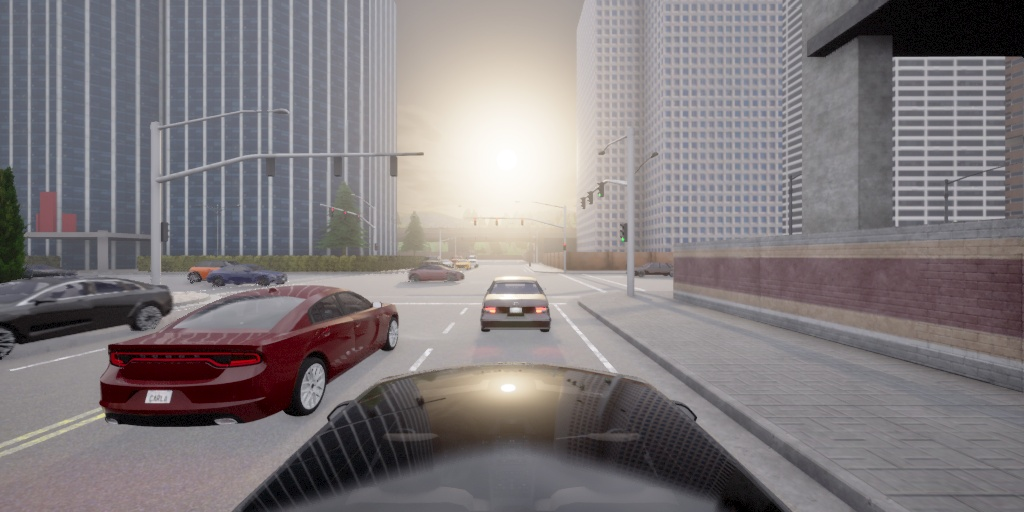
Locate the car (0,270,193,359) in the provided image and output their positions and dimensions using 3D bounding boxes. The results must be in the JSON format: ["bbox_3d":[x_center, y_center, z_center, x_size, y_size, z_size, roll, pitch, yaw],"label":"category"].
[{"bbox_3d":[-10.560,1.241,8.141,2.128,1.511,4.902,0,0,0],"label":"car"}]

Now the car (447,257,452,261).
[{"bbox_3d":[-10.549,1.276,56.936,1.812,1.442,4.674,0,0,0],"label":"car"}]

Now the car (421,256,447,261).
[{"bbox_3d":[-10.568,0.972,47.397,2.150,2.045,5.566,0,0,0],"label":"car"}]

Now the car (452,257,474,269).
[{"bbox_3d":[-7.061,1.228,52.003,1.882,1.535,5.008,0,0,0],"label":"car"}]

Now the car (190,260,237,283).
[{"bbox_3d":[-21.622,1.102,27.216,4.553,1.767,2.097,0,0,0],"label":"car"}]

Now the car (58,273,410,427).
[{"bbox_3d":[-3.440,1.228,5.988,1.882,1.535,5.008,0,0,0],"label":"car"}]

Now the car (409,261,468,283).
[{"bbox_3d":[-5.758,1.314,27.425,4.181,1.385,1.994,0,0,-1],"label":"car"}]

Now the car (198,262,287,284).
[{"bbox_3d":[-17.474,1.276,23.754,4.674,1.442,1.812,0,0,-1],"label":"car"}]

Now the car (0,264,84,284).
[{"bbox_3d":[-36.305,1.297,27.125,5.357,1.411,2.033,0,0,0],"label":"car"}]

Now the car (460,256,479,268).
[{"bbox_3d":[-7.028,0.972,61.844,2.150,2.045,5.566,0,0,0],"label":"car"}]

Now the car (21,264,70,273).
[{"bbox_3d":[-32.860,1.351,23.640,4.718,1.301,1.895,0,0,0],"label":"car"}]

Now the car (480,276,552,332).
[{"bbox_3d":[0.090,1.297,10.801,2.033,1.411,5.357,0,0,0],"label":"car"}]

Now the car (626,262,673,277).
[{"bbox_3d":[13.914,1.297,34.780,5.357,1.411,2.033,0,0,0],"label":"car"}]
